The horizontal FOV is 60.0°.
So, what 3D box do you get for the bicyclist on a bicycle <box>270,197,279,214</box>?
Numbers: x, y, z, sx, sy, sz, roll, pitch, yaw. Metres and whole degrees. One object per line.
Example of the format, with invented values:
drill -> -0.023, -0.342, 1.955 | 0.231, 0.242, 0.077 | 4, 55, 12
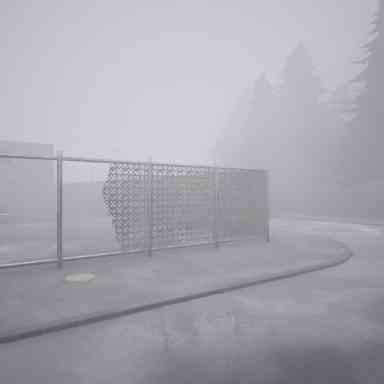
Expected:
bicyclist on a bicycle -> 7.887, 1.349, 32.412 | 1.656, 1.620, 0.582 | 0, 0, -35
